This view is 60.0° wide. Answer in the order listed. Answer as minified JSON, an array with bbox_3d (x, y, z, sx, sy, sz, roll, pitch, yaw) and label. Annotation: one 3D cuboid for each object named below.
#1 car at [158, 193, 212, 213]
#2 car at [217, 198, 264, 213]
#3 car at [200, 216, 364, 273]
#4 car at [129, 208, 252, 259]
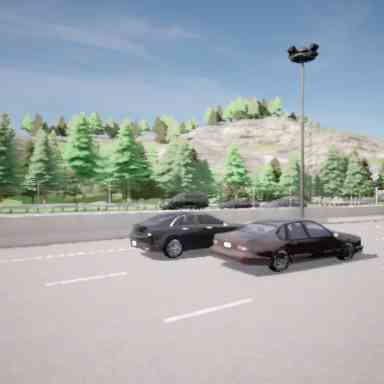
[{"bbox_3d":[-0.713,1.131,36.685,5.566,2.045,2.150,0,0,-30],"label":"car"},{"bbox_3d":[5.247,1.457,36.007,4.892,1.490,1.837,1,0,-28],"label":"car"},{"bbox_3d":[3.147,1.542,10.650,5.357,1.411,2.033,0,0,-31],"label":"car"},{"bbox_3d":[0.099,1.475,12.449,4.892,1.490,1.837,0,-1,-33],"label":"car"}]
